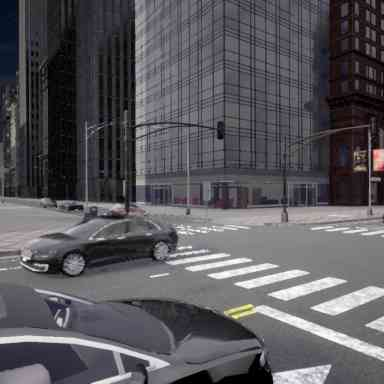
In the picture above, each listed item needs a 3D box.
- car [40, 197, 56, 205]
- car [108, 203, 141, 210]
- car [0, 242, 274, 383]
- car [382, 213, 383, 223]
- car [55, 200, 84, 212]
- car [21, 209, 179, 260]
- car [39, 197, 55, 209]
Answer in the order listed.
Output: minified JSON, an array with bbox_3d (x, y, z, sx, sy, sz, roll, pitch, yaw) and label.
[{"bbox_3d":[-27.592,1.650,63.497,1.837,1.490,4.892,0,0,-35],"label":"car"},{"bbox_3d":[-5.159,1.576,26.336,1.812,1.442,4.674,0,0,-35],"label":"car"},{"bbox_3d":[-1.464,1.491,2.395,4.902,1.511,2.128,0,0,-36],"label":"car"},{"bbox_3d":[14.785,1.357,22.382,4.553,1.767,2.097,0,0,-36],"label":"car"},{"bbox_3d":[-14.196,1.686,39.079,1.895,1.301,4.718,0,0,-35],"label":"car"},{"bbox_3d":[-2.598,1.504,10.356,4.892,1.490,1.837,0,3,-43],"label":"car"},{"bbox_3d":[-21.071,1.620,48.846,1.837,1.490,4.892,0,0,-35],"label":"car"}]
